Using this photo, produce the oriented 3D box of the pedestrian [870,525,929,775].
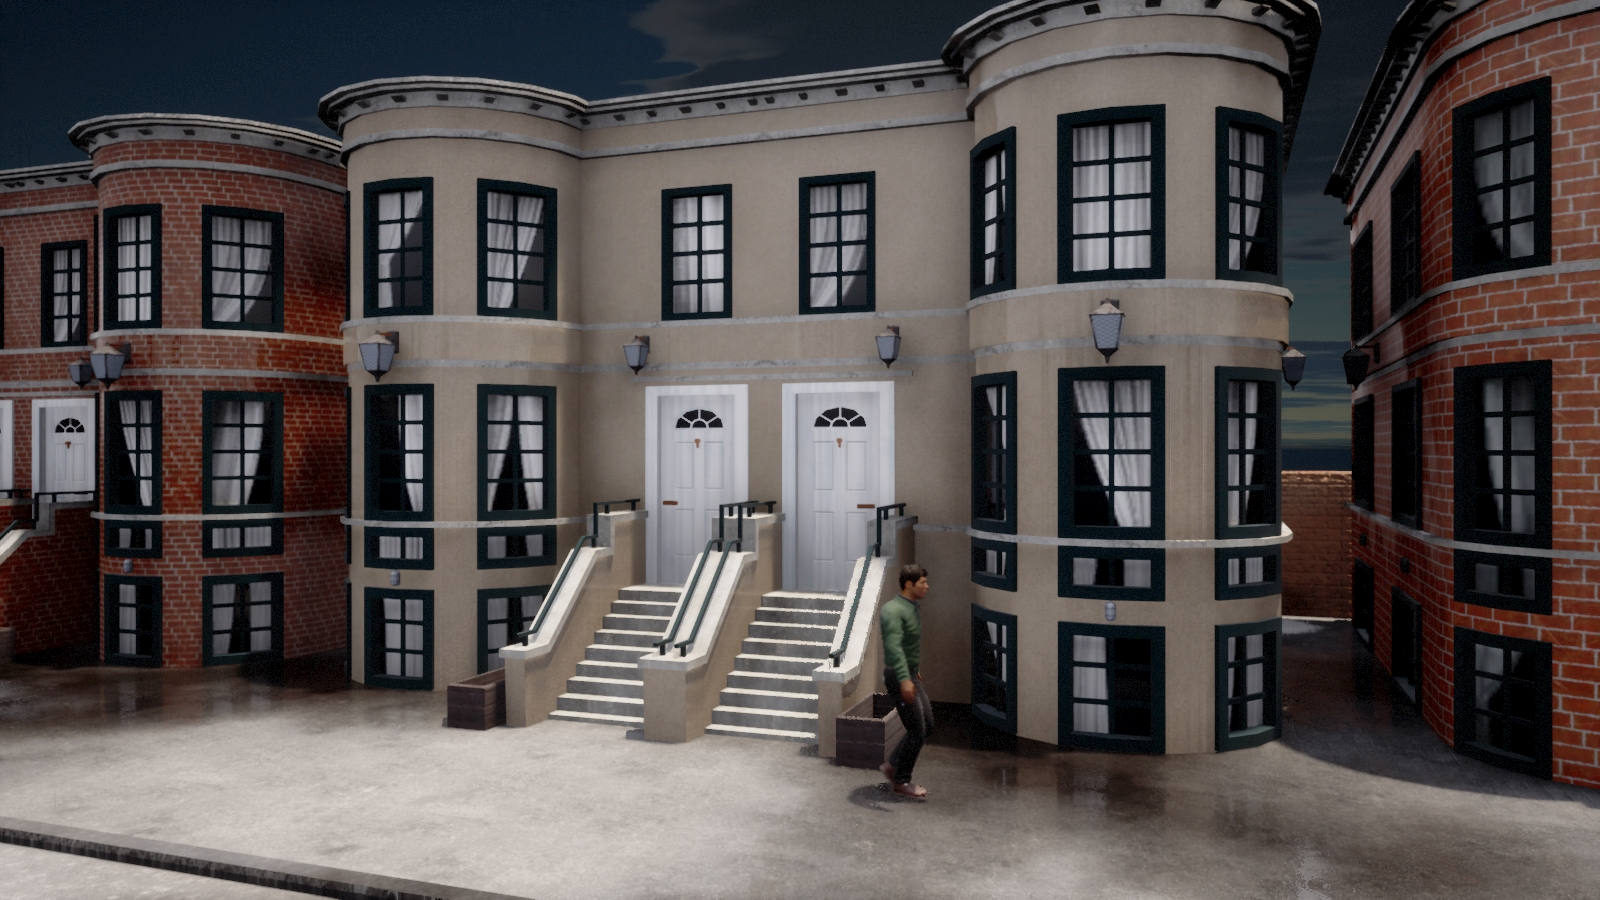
[{"bbox_3d":[0.774,1.526,8.866,0.375,1.860,0.375,0,0,20],"label":"pedestrian"}]
